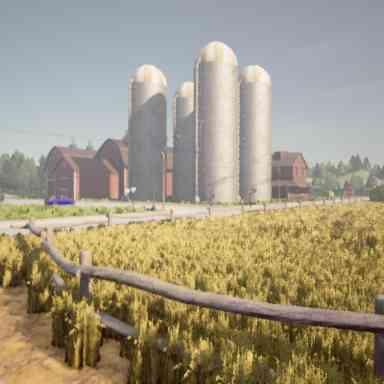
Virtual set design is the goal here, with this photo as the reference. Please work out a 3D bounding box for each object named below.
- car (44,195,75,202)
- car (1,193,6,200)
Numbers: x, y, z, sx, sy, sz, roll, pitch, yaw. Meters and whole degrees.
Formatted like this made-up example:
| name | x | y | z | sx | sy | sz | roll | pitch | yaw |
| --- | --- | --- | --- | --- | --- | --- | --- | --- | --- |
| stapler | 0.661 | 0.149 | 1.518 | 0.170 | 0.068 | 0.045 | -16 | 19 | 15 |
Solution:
| name | x | y | z | sx | sy | sz | roll | pitch | yaw |
| --- | --- | --- | --- | --- | --- | --- | --- | --- | --- |
| car | -20.484 | 1.356 | 51.702 | 2.242 | 1.667 | 4.611 | 0 | 0 | 38 |
| car | -39.488 | 1.124 | 66.693 | 1.905 | 1.878 | 3.866 | 0 | 0 | 38 |
